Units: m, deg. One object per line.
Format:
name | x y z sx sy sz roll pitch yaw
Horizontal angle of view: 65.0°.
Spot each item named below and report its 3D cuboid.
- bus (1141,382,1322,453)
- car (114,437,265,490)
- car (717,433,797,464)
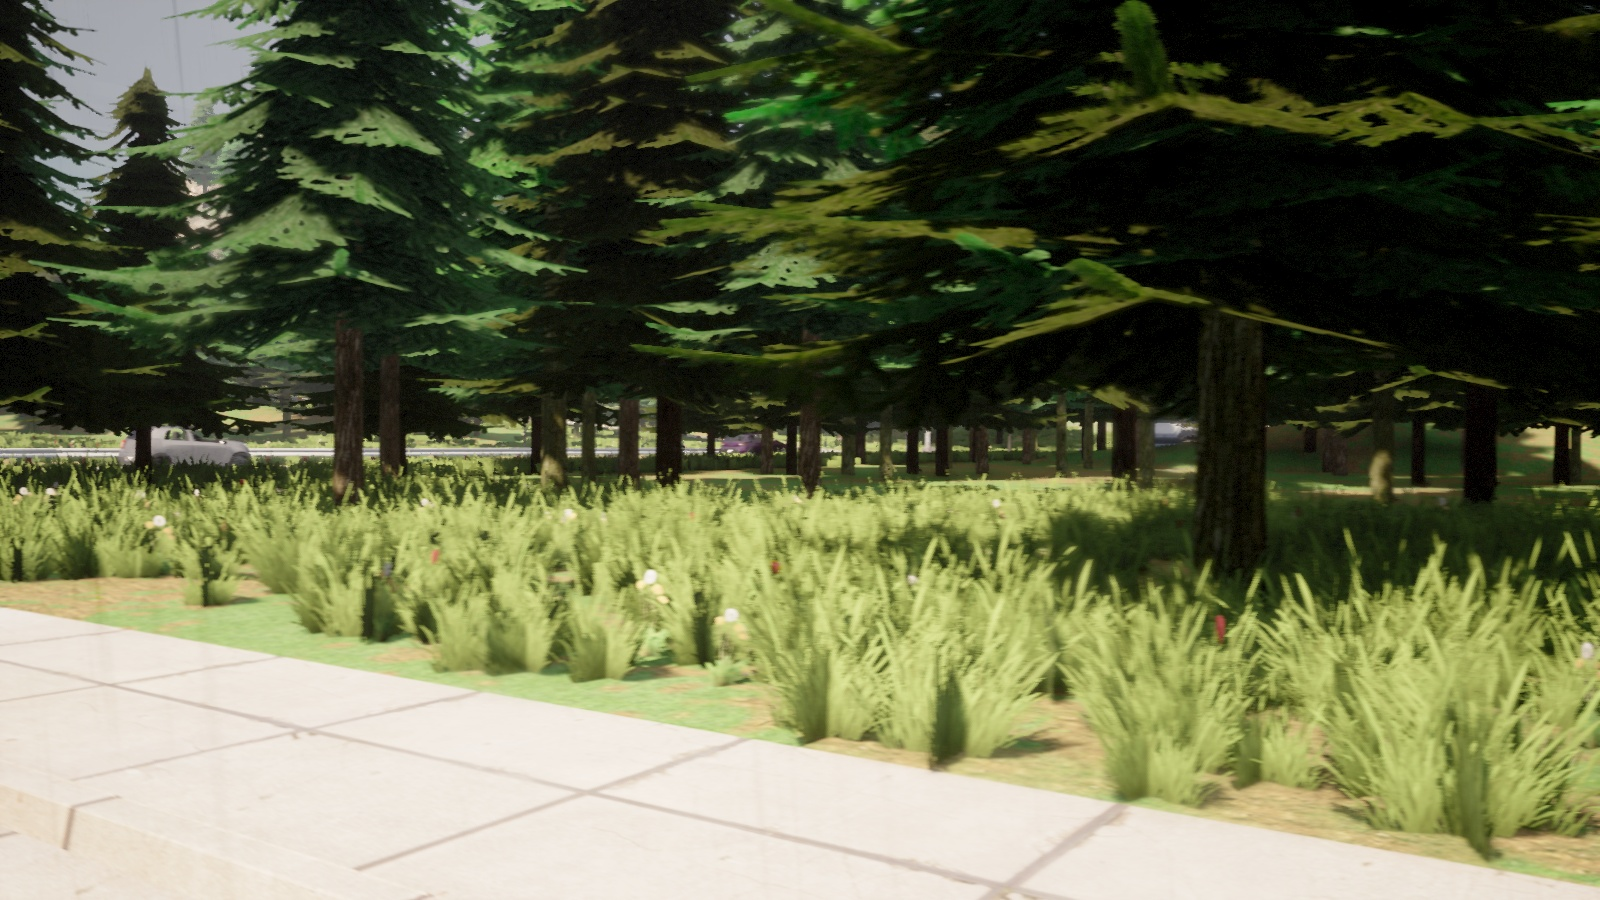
bus | 27.335 -2.012 80.038 10.273 4.253 3.944 0 0 5
car | -18.394 0.367 37.967 1.845 1.501 3.633 0 1 33
car | -2.113 -0.114 62.393 1.816 1.474 4.193 0 1 35
